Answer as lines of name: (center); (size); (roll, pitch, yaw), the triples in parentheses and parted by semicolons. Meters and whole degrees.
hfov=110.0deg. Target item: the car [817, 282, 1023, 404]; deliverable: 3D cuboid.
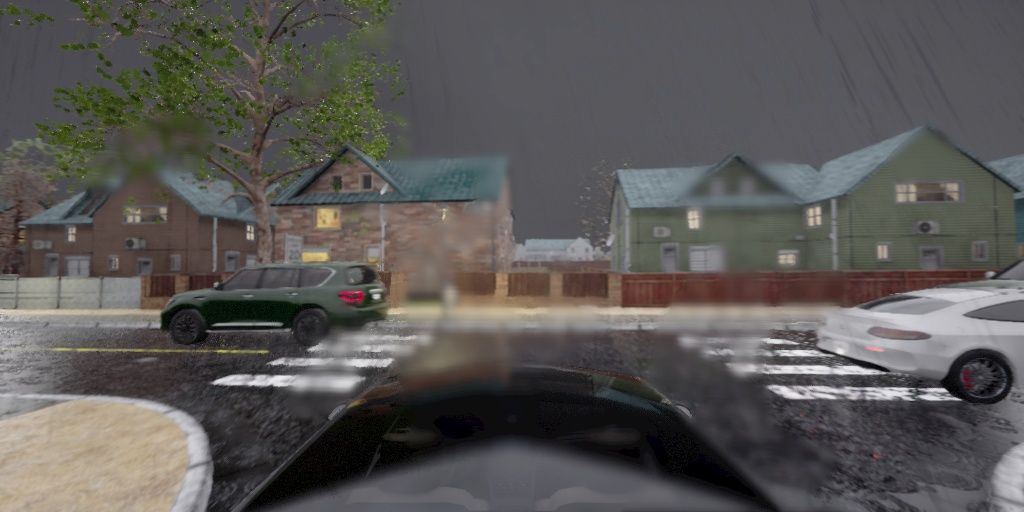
car: (7.408, 1.199, 5.363); (4.674, 1.442, 1.812); (-1, -2, 6)

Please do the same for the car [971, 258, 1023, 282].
car: (12.700, 0.907, 7.792); (5.566, 2.045, 2.150); (-1, -2, 6)

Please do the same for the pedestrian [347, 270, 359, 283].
pedestrian: (-5.567, 1.207, 12.308); (0.375, 1.860, 0.375); (0, -1, 6)

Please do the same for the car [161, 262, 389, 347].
car: (-6.230, 1.214, 9.750); (5.566, 2.045, 2.150); (-1, -2, 6)
